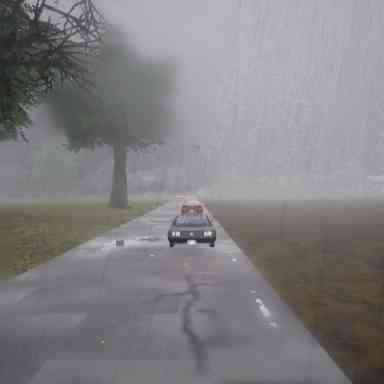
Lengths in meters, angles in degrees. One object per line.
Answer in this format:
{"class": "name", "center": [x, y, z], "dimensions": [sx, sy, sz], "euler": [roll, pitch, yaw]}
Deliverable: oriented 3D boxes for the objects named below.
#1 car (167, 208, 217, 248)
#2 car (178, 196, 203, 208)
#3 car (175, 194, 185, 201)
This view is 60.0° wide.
{"class": "car", "center": [0.000, 1.590, 14.679], "dimensions": [1.895, 1.301, 4.718], "euler": [0, 0, 0]}
{"class": "car", "center": [0.000, 1.406, 29.650], "dimensions": [1.882, 1.535, 5.008], "euler": [0, 0, 0]}
{"class": "car", "center": [-2.751, 1.161, 76.776], "dimensions": [2.097, 1.767, 4.553], "euler": [0, 0, 0]}
